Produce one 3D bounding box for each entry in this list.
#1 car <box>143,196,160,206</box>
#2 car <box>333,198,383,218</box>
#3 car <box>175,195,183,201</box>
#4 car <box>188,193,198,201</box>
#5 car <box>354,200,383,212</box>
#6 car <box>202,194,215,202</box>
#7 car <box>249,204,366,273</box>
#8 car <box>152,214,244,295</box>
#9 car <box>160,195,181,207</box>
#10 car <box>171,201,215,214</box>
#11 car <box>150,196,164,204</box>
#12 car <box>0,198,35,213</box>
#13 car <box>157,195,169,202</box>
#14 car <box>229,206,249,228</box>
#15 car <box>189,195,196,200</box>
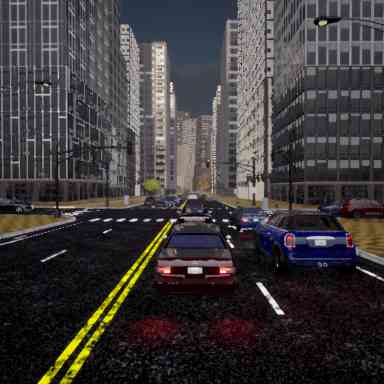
[{"bbox_3d":[-6.469,1.468,52.383,1.837,1.490,4.892,0,0,0],"label":"car"},{"bbox_3d":[16.274,1.519,30.880,5.009,1.841,2.192,1,0,1],"label":"car"},{"bbox_3d":[-3.061,1.429,79.515,1.837,1.490,4.892,0,0,0],"label":"car"},{"bbox_3d":[0.197,1.150,82.695,2.150,2.045,5.566,0,0,0],"label":"car"},{"bbox_3d":[21.902,1.642,39.153,4.829,1.417,1.752,1,0,1],"label":"car"},{"bbox_3d":[3.505,1.547,66.535,1.895,1.301,4.718,0,0,0],"label":"car"},{"bbox_3d":[3.374,1.348,10.828,2.097,1.767,4.553,0,0,0],"label":"car"},{"bbox_3d":[0.114,1.544,8.860,2.033,1.411,5.357,0,0,1],"label":"car"},{"bbox_3d":[-3.201,1.317,50.541,2.097,1.767,4.553,0,0,-1],"label":"car"},{"bbox_3d":[0.144,1.482,18.605,2.128,1.511,4.902,0,0,0],"label":"car"},{"bbox_3d":[-6.412,1.499,62.263,2.033,1.411,5.357,0,0,0],"label":"car"},{"bbox_3d":[-18.748,1.340,34.126,4.902,1.511,2.128,1,1,1],"label":"car"},{"bbox_3d":[-6.327,1.478,72.933,2.033,1.411,5.357,0,0,0],"label":"car"},{"bbox_3d":[3.398,1.537,20.213,2.033,1.411,5.357,0,0,0],"label":"car"},{"bbox_3d":[0.221,1.503,93.031,1.895,1.301,4.718,0,0,0],"label":"car"}]
